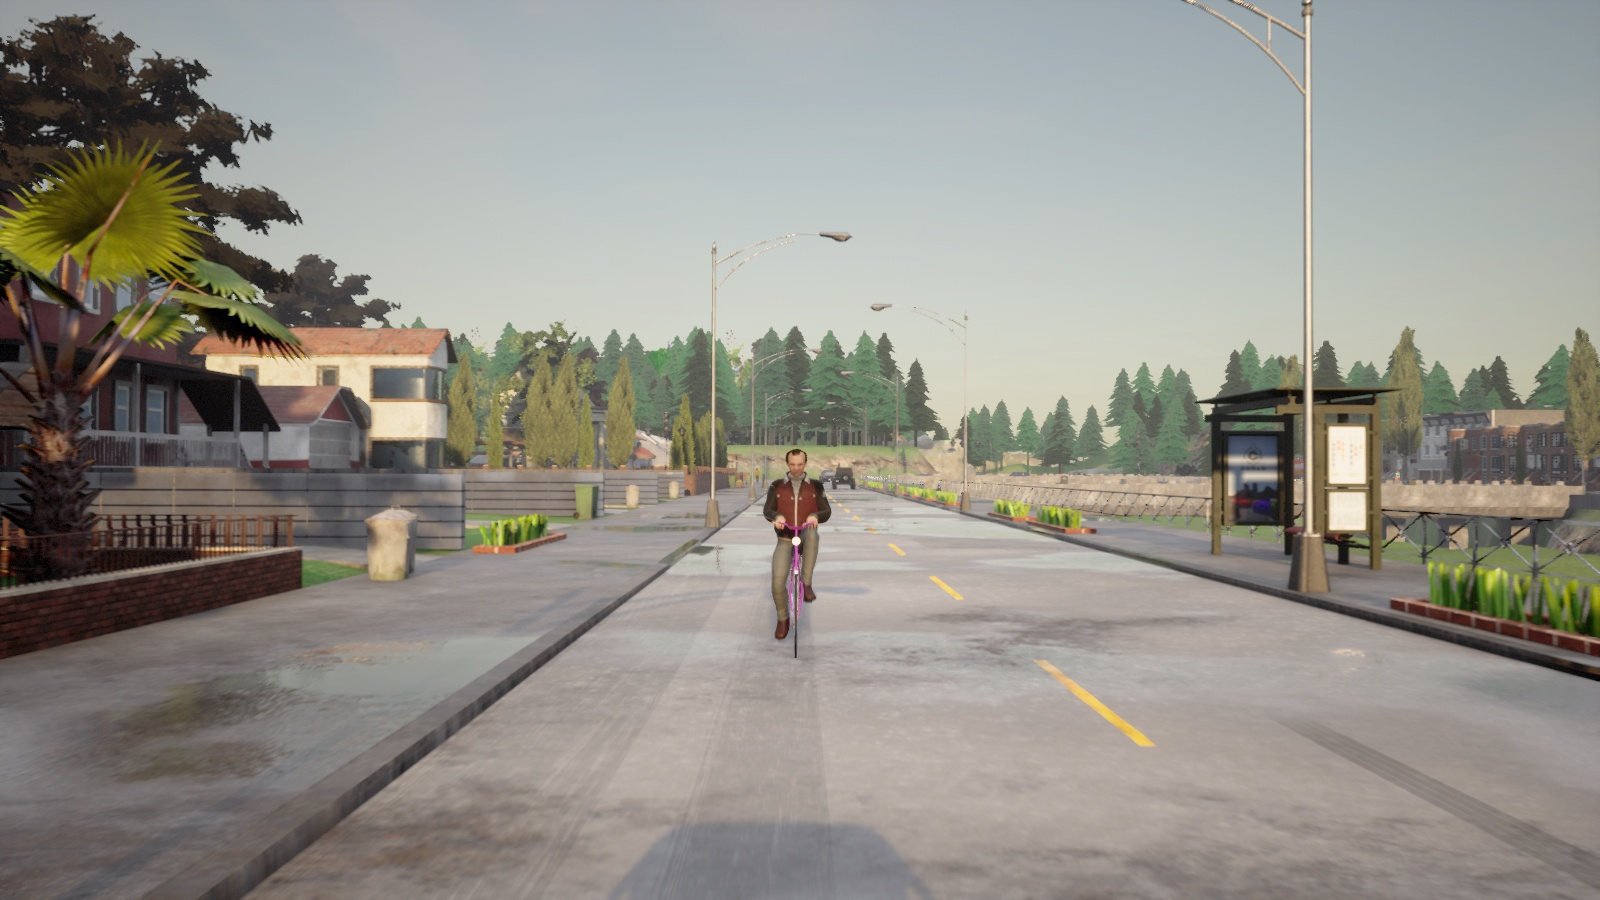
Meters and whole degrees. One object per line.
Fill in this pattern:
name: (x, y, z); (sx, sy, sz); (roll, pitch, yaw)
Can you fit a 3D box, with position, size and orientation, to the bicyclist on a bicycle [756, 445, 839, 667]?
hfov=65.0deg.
bicyclist on a bicycle: (-0.027, 0.869, 10.991); (0.659, 1.776, 1.843); (0, -1, 0)
